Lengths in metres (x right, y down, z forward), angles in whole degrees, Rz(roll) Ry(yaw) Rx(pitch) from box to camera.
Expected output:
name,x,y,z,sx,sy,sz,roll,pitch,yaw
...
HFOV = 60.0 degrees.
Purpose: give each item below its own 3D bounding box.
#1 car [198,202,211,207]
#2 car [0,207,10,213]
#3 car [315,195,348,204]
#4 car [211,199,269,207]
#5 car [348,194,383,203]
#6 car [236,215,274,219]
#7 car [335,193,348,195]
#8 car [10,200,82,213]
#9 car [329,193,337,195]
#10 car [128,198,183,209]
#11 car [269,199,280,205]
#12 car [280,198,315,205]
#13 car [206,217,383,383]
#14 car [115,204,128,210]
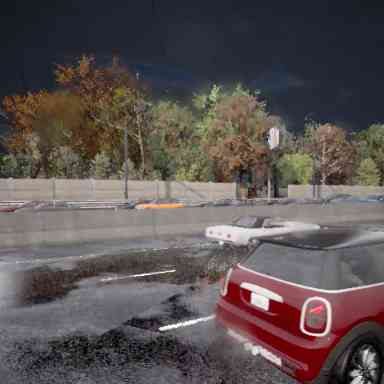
name,x,y,z,sx,sy,sz,roll,pitch,yaw
car,3.263,1.548,38.161,5.357,1.411,2.033,0,0,-30
car,-13.557,1.478,28.339,5.008,1.535,1.882,0,0,-30
car,16.745,1.480,37.918,5.008,1.535,1.882,0,0,-30
car,5.119,1.548,35.186,5.357,1.411,2.033,0,0,-30
car,19.614,1.224,35.540,5.566,2.045,2.150,0,0,-30
car,3.000,1.600,13.454,4.718,1.301,1.895,0,0,-30
car,22.053,1.359,45.067,4.553,1.767,2.097,0,0,-30
car,-11.067,1.492,25.738,4.902,1.511,2.128,0,0,-30
car,21.081,1.229,48.549,5.566,2.045,2.150,0,0,-30
car,-3.077,1.352,30.401,4.553,1.767,2.097,0,0,-30
car,12.150,1.550,43.340,5.357,1.411,2.033,0,0,-30
car,13.528,1.494,40.093,4.902,1.511,2.128,0,0,-30
car,2.663,1.353,5.153,4.553,1.767,2.097,0,0,-30
car,-5.179,1.505,33.224,4.892,1.490,1.837,0,0,-30
